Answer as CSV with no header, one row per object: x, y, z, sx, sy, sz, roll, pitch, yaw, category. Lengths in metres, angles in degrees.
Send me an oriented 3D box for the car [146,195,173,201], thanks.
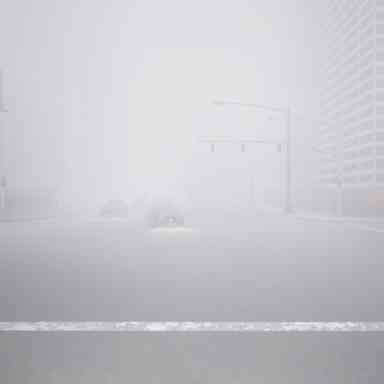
-3.674,1.491,38.881,2.128,1.511,4.902,0,0,0,car

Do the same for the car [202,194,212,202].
3.360,1.355,74.675,2.097,1.767,4.553,0,0,0,car

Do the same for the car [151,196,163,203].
-7.136,1.547,68.329,2.033,1.411,5.357,0,0,0,car

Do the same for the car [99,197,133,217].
-7.285,1.505,31.451,1.837,1.490,4.892,0,0,3,car

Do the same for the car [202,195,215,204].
3.473,1.525,64.772,1.812,1.442,4.674,0,0,0,car

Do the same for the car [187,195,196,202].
-0.143,1.381,74.524,1.994,1.385,4.181,0,0,0,car

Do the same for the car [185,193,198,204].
-0.122,1.221,63.853,2.150,2.045,5.566,0,0,0,car

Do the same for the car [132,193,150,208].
-7.185,1.219,46.759,2.150,2.045,5.566,0,0,0,car

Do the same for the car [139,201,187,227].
-2.014,1.564,22.699,1.994,1.385,4.181,0,0,-21,car

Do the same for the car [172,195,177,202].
-3.694,1.352,55.921,2.097,1.767,4.553,0,0,0,car
